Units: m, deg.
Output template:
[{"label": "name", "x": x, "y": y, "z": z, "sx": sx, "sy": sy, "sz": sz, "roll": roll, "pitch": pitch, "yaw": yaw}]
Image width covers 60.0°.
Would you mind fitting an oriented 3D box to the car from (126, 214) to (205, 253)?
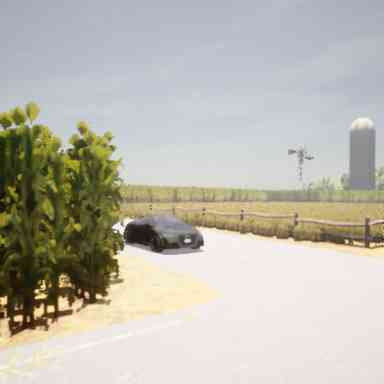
[{"label": "car", "x": -1.285, "y": 1.647, "z": 14.152, "sx": 1.994, "sy": 1.385, "sz": 4.181, "roll": 1, "pitch": 0, "yaw": -35}]
